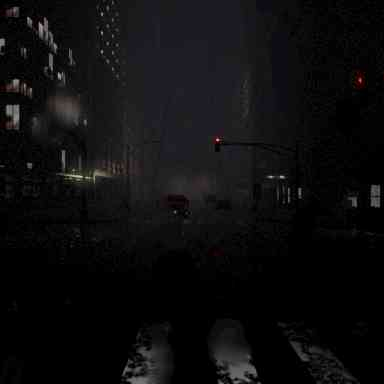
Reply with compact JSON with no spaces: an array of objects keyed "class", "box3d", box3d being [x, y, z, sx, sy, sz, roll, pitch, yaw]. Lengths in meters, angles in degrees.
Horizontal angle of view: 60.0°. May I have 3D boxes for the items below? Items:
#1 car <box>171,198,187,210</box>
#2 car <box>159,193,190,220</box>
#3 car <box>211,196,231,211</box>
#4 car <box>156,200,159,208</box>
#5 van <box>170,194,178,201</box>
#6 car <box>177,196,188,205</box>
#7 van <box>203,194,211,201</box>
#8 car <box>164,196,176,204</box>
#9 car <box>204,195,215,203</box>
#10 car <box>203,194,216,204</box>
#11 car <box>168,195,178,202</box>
[{"class":"car","box3d":[-1.629,1.574,43.981,1.994,1.385,4.181,0,0,0]},{"class":"car","box3d":[-1.435,1.239,29.060,2.150,2.045,5.566,0,0,-2]},{"class":"car","box3d":[3.847,1.579,41.770,1.947,1.339,4.313,0,0,0]},{"class":"car","box3d":[-4.117,1.593,47.248,1.802,1.307,4.206,0,0,0]},{"class":"van","box3d":[-4.320,1.321,80.413,1.690,1.788,3.998,0,0,0]},{"class":"car","box3d":[-1.693,1.529,58.683,1.812,1.442,4.674,0,0,0]},{"class":"van","box3d":[3.560,1.321,80.461,1.690,1.788,3.998,0,0,0]},{"class":"car","box3d":[-4.218,1.564,63.830,1.947,1.339,4.313,0,0,0]},{"class":"car","box3d":[3.628,1.432,69.407,1.967,1.590,4.097,0,0,0]},{"class":"car","box3d":[3.662,1.313,63.878,2.192,1.841,5.009,0,0,0]},{"class":"car","box3d":[-4.286,1.426,74.886,1.967,1.590,4.097,0,0,0]}]
